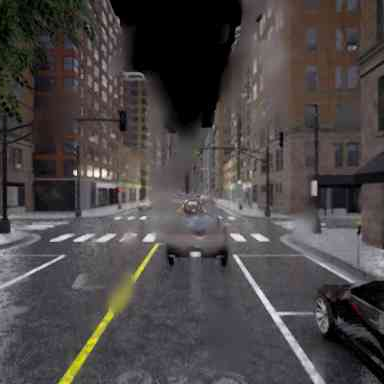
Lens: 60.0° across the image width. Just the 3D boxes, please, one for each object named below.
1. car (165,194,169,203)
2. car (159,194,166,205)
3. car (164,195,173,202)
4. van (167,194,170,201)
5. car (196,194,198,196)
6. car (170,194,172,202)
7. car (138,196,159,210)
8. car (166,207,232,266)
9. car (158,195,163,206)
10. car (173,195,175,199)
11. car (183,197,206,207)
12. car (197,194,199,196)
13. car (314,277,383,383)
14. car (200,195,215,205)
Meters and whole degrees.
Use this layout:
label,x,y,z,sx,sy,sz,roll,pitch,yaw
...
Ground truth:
label,x,y,z,sx,sy,sz,roll,pitch,yaw
car,-5.607,1.516,58.029,1.887,1.381,4.507,0,0,0
car,-5.613,1.516,52.578,1.887,1.381,4.507,0,0,0
car,-5.584,1.504,79.662,1.752,1.417,4.829,0,0,0
van,-5.602,1.313,63.480,1.690,1.788,3.998,0,0,0
car,2.953,1.537,90.746,2.008,1.369,4.403,0,0,0
car,-5.595,1.524,68.930,2.008,1.369,4.403,0,0,0
car,-5.625,1.499,41.507,1.752,1.417,4.829,0,0,0
car,0.321,1.486,11.514,2.128,1.511,4.902,0,0,5
car,-5.619,1.523,47.127,2.008,1.369,4.403,0,0,0
car,-5.590,1.291,74.381,2.192,1.841,5.009,0,0,0
car,0.123,1.504,32.344,1.812,1.442,4.674,0,0,0
car,2.947,1.508,85.468,1.752,1.417,4.829,0,0,0
car,2.859,1.565,3.679,1.947,1.339,4.313,0,0,0
car,2.917,1.411,58.055,1.967,1.590,4.097,0,0,0
